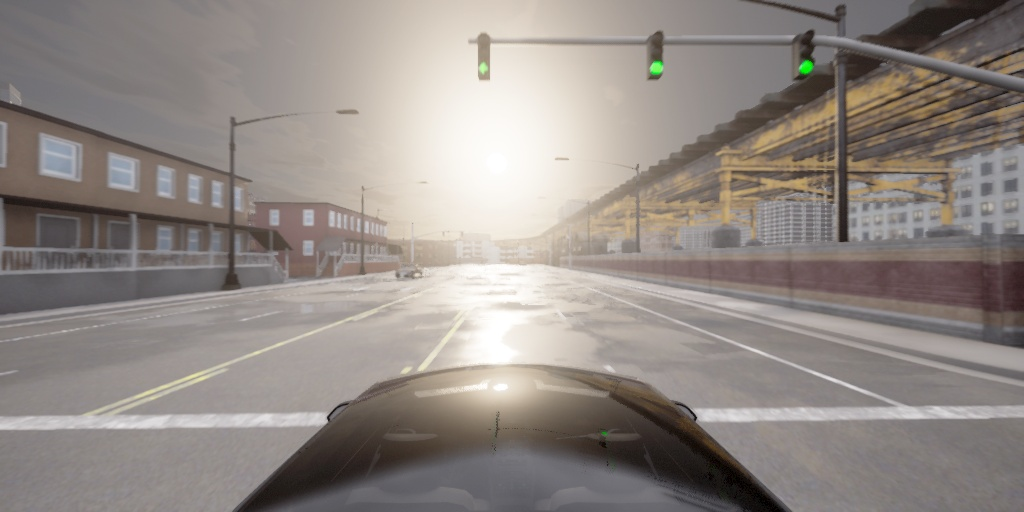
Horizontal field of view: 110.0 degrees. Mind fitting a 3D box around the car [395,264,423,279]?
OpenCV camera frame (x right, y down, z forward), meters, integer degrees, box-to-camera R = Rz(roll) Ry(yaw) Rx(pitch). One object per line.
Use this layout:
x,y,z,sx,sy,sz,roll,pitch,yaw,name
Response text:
-10.510,1.594,36.793,2.128,1.511,4.902,0,0,0,car
